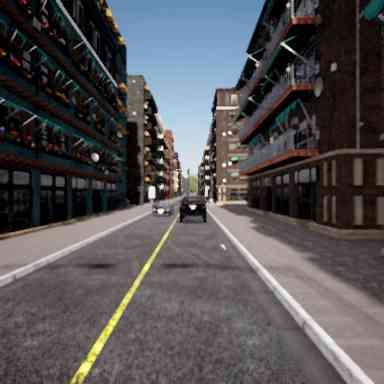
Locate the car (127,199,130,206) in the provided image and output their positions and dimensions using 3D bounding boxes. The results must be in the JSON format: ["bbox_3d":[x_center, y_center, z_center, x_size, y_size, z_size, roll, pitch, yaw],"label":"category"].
[{"bbox_3d":[-13.511,1.787,60.997,4.097,1.590,1.967,-1,0,0],"label":"car"}]

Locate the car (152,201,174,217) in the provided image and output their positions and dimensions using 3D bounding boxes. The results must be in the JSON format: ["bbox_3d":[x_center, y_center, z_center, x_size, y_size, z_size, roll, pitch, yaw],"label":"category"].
[{"bbox_3d":[-2.816,1.604,32.704,2.128,1.511,4.902,0,0,0],"label":"car"}]

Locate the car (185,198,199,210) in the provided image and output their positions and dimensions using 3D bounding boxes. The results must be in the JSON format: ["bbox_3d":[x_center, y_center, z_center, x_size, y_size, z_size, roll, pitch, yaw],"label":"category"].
[{"bbox_3d":[0.034,1.665,46.198,1.837,1.490,4.892,0,0,0],"label":"car"}]

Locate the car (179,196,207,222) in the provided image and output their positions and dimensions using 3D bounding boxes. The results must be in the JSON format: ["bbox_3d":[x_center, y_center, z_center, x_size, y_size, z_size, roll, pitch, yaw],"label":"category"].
[{"bbox_3d":[0.096,1.314,27.715,2.150,2.045,5.566,0,0,0],"label":"car"}]
